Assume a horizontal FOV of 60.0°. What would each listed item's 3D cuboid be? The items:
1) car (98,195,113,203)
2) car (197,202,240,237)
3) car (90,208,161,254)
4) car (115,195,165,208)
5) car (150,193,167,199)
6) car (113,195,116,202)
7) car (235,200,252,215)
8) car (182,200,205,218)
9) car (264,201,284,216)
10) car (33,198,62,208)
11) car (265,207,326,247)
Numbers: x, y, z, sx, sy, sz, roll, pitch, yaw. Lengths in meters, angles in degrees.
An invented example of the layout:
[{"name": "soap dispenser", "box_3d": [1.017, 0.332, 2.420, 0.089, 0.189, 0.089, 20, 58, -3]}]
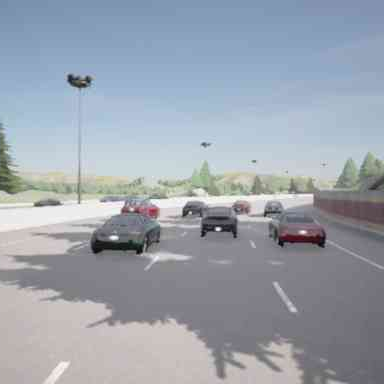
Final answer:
[{"name": "car", "box_3d": [-13.832, 1.361, 56.197, 2.097, 1.767, 4.553, 0, 0, 21]}, {"name": "car", "box_3d": [1.578, 1.527, 18.332, 1.837, 1.490, 4.892, 0, 0, 8]}, {"name": "car", "box_3d": [-2.530, 1.569, 13.605, 1.994, 1.385, 4.181, 0, 0, 6]}, {"name": "car", "box_3d": [-4.054, 1.364, 26.694, 2.097, 1.767, 4.553, 0, 0, 11]}, {"name": "car", "box_3d": [-6.125, 1.242, 56.696, 2.150, 2.045, 5.566, 0, 0, 22]}, {"name": "car", "box_3d": [-10.439, 1.371, 55.310, 2.097, 1.767, 4.553, 0, 0, 22]}, {"name": "car", "box_3d": [5.387, 1.576, 36.050, 1.812, 1.442, 4.674, 0, 0, 15]}, {"name": "car", "box_3d": [0.419, 1.535, 30.817, 1.837, 1.490, 4.892, 0, 0, 13]}, {"name": "car", "box_3d": [8.110, 1.603, 32.907, 2.033, 1.411, 5.357, 0, 0, 15]}, {"name": "car", "box_3d": [-20.560, 1.544, 47.521, 1.994, 1.385, 4.181, 0, 0, 18]}, {"name": "car", "box_3d": [4.721, 1.593, 15.402, 1.994, 1.385, 4.181, 0, 0, 7]}]
